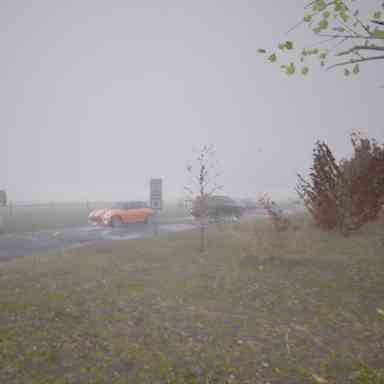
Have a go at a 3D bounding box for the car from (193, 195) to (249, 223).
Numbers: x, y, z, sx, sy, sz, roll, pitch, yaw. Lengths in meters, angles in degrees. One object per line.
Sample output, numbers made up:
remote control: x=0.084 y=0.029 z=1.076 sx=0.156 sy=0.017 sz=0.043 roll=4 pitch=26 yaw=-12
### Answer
car: x=2.278 y=1.293 z=26.981 sx=2.150 sy=2.045 sz=5.566 roll=0 pitch=0 yaw=36

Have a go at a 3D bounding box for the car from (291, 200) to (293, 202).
car: x=14.754 y=1.378 z=49.358 sx=1.895 sy=1.301 sz=4.718 roll=0 pitch=0 yaw=35

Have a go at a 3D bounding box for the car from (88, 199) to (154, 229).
car: x=-4.673 y=1.387 z=22.275 sx=2.097 sy=1.767 sz=4.553 roll=0 pitch=0 yaw=35
